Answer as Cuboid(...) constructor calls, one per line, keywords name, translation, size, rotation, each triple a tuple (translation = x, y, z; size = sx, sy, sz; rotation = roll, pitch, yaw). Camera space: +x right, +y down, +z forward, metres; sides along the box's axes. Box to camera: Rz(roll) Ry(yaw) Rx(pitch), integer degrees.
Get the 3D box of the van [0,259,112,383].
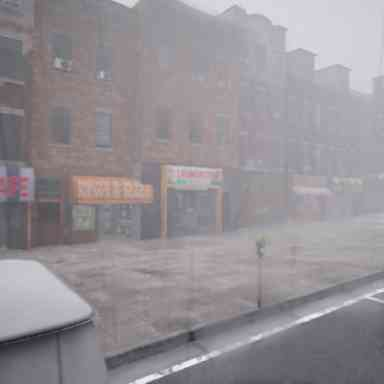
Cuboid(name="van", translation=(-2.260, 1.357, 1.166), size=(3.998, 1.788, 1.690), rotation=(-1, 2, -35))
